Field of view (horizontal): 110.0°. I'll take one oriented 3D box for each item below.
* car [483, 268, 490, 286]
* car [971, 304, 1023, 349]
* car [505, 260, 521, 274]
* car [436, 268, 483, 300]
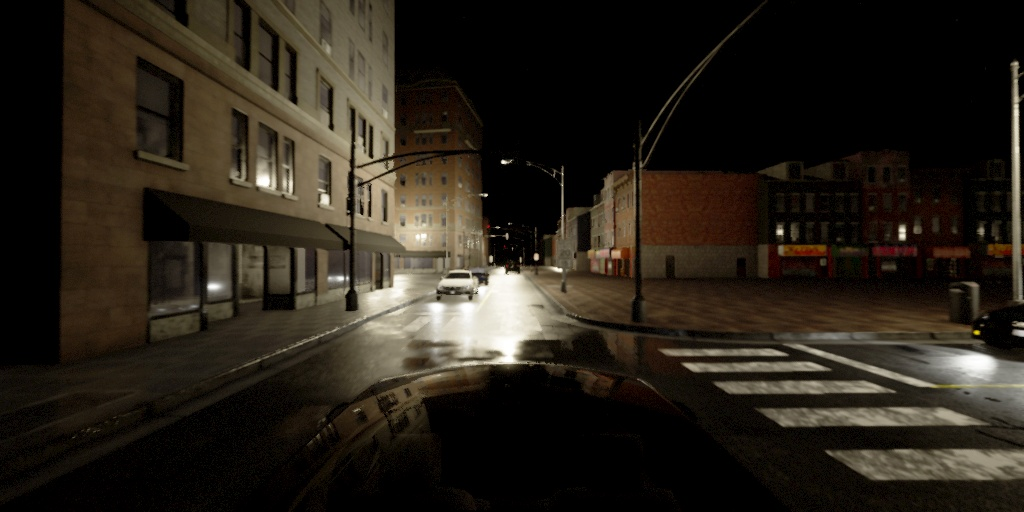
[{"bbox_3d":[-2.838,1.660,29.244,1.994,1.385,4.181,0,-1,0],"label":"car"},{"bbox_3d":[12.046,1.332,7.072,4.181,1.385,1.994,0,-1,0],"label":"car"},{"bbox_3d":[0.100,1.621,52.473,2.150,2.045,5.566,0,-1,0],"label":"car"},{"bbox_3d":[-2.848,1.499,19.584,1.812,1.442,4.674,0,-1,0],"label":"car"}]
